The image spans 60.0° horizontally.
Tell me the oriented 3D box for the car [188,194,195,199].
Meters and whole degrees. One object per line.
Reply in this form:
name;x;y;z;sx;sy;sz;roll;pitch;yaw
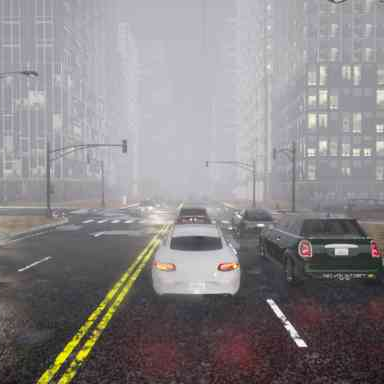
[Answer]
car;-0.228;1.216;90.840;1.882;1.535;5.008;0;0;0

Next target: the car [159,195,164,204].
car;-6.722;1.427;61.174;1.882;1.535;5.008;0;0;1

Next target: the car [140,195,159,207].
car;-6.718;1.526;50.850;1.994;1.385;4.181;0;0;0

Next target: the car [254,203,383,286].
car;3.327;1.348;9.534;2.097;1.767;4.553;0;0;0

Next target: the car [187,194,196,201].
car;-0.202;1.414;80.423;1.837;1.490;4.892;0;0;0

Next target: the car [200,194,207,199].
car;3.022;1.262;90.848;1.812;1.442;4.674;0;0;0

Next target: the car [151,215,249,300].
car;0.081;1.522;8.258;1.812;1.442;4.674;0;0;0

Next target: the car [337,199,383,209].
car;16.127;1.518;29.674;5.009;1.841;2.192;1;0;1

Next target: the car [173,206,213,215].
car;0.057;1.495;17.507;1.837;1.490;4.892;0;0;0

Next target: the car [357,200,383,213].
car;21.715;1.641;37.974;4.829;1.417;1.752;1;0;1

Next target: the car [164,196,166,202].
car;-6.681;1.413;71.549;1.882;1.535;5.008;0;0;0

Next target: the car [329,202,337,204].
car;15.066;1.701;35.460;4.718;1.301;1.895;0;1;0

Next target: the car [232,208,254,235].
car;3.304;1.554;17.921;1.994;1.385;4.181;0;0;0

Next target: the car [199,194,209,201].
car;3.049;1.392;80.430;1.882;1.535;5.008;0;0;0
